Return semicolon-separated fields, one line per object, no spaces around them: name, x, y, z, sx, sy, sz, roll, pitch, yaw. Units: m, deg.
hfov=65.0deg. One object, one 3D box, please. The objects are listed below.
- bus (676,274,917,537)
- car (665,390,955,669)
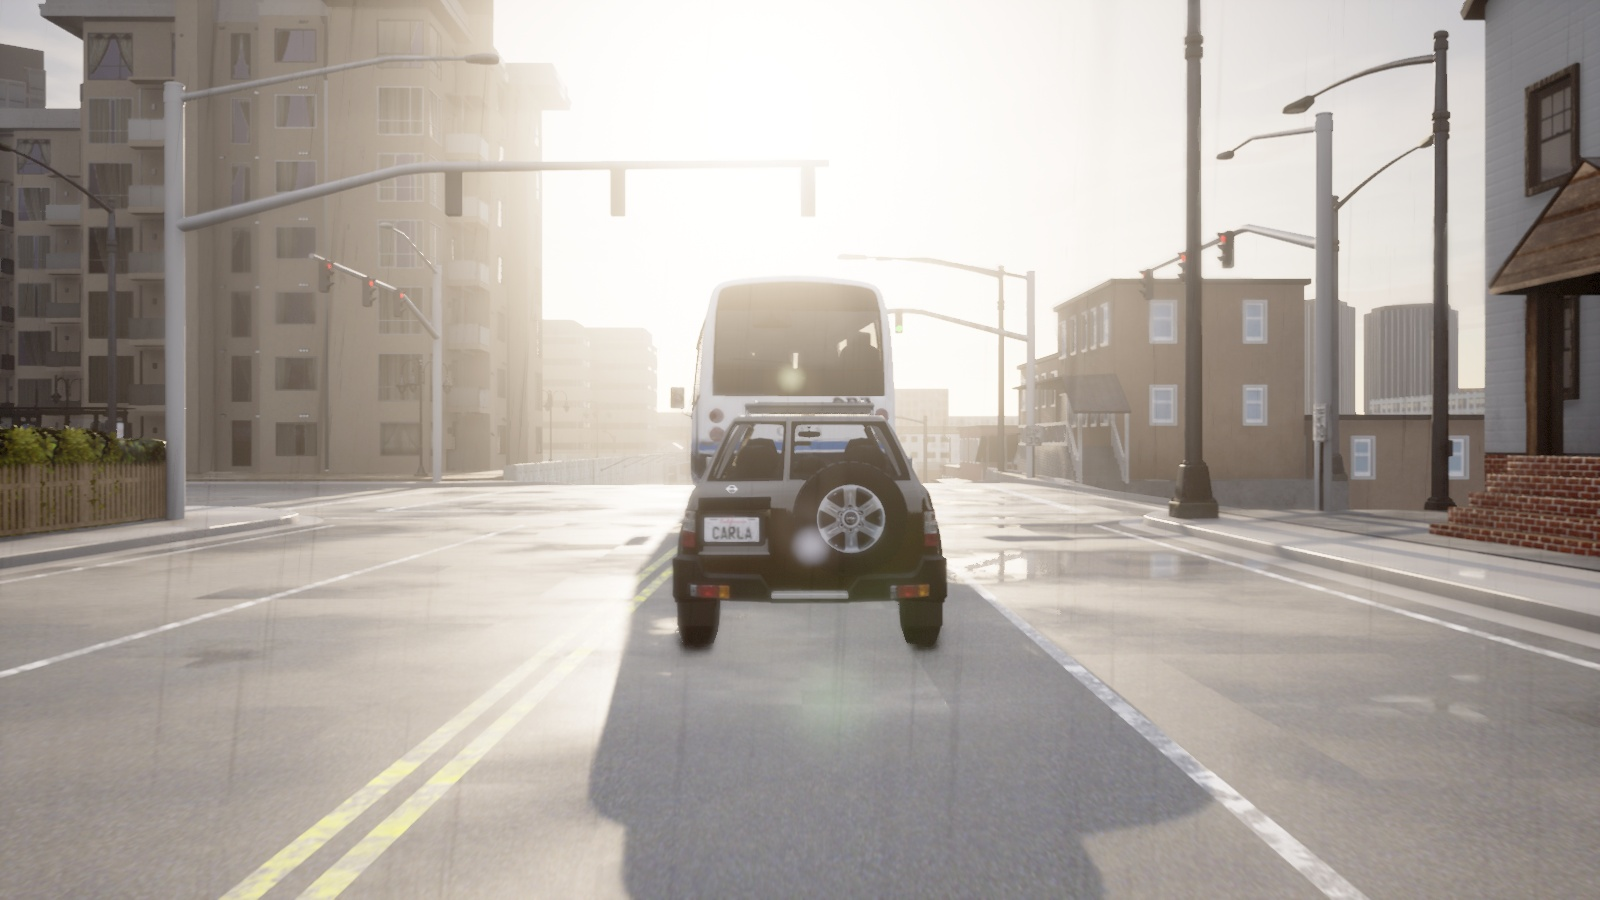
bus;-0.550;-0.740;25.596;3.944;4.253;10.273;0;0;-6
car;0.078;0.518;10.683;1.932;1.855;4.605;0;0;0
